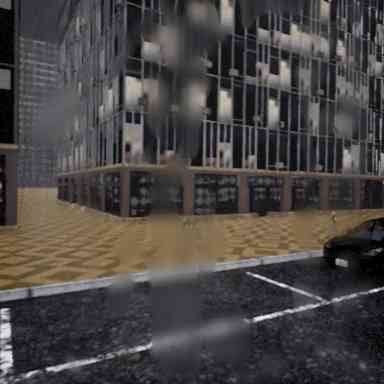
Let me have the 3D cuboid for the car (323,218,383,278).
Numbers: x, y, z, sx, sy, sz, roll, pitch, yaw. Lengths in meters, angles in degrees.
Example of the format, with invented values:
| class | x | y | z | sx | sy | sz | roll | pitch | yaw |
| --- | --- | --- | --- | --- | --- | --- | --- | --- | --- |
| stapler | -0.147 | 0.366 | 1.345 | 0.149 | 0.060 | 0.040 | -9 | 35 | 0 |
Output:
| class | x | y | z | sx | sy | sz | roll | pitch | yaw |
| --- | --- | --- | --- | --- | --- | --- | --- | --- | --- |
| car | 5.745 | 1.446 | 9.614 | 4.313 | 1.339 | 1.947 | 0 | 1 | -30 |
